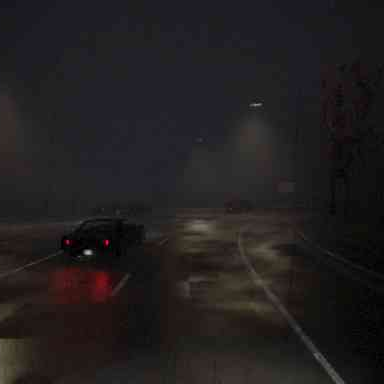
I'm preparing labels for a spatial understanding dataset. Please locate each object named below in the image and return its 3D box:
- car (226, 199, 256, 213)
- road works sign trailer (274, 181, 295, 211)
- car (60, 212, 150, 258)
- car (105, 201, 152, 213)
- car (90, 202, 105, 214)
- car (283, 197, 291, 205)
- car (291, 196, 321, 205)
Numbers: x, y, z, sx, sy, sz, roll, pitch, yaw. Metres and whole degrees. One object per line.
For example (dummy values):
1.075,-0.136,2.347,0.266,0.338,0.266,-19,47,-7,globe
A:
5.847,1.611,39.226,1.837,1.490,4.892,-5,-2,36,car
11.685,0.496,40.890,2.880,3.560,2.380,-1,-1,-43,road works sign trailer
-3.178,1.662,12.980,1.895,1.301,4.718,0,0,5,car
-5.677,1.662,32.085,2.128,1.511,4.902,-1,-1,24,car
-8.393,1.688,34.604,1.882,1.535,5.008,-1,-1,25,car
19.903,1.505,64.534,4.553,1.767,2.097,0,-1,-30,car
21.385,1.701,61.343,5.357,1.411,2.033,-1,-1,-30,car
